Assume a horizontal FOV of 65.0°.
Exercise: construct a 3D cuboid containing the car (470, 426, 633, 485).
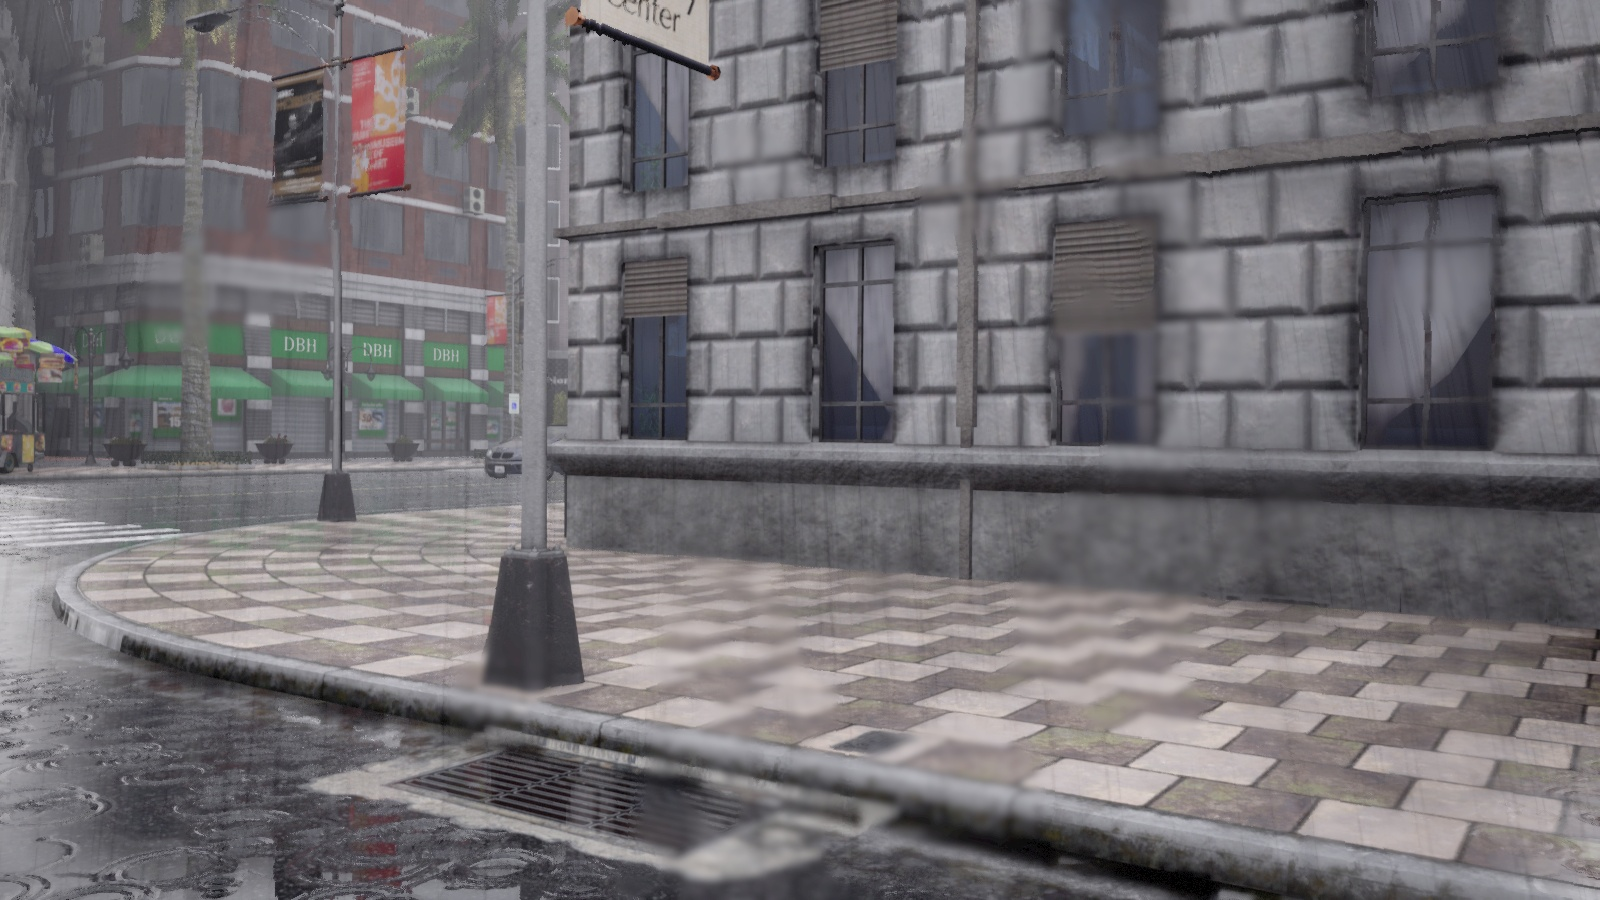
[{"bbox_3d":[-7.490,0.112,38.310,2.242,1.667,4.611,0,1,34],"label":"car"}]
